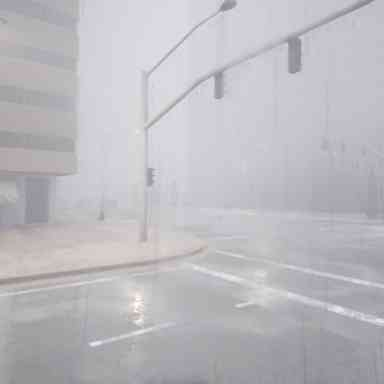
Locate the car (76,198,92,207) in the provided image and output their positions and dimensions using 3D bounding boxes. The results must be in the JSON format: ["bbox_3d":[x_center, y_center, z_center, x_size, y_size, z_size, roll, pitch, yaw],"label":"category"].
[{"bbox_3d":[-19.790,1.883,61.229,1.882,1.535,5.008,1,-1,-36],"label":"car"}]

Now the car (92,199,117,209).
[{"bbox_3d":[-13.594,1.874,52.916,2.128,1.511,4.902,1,-1,-36],"label":"car"}]
